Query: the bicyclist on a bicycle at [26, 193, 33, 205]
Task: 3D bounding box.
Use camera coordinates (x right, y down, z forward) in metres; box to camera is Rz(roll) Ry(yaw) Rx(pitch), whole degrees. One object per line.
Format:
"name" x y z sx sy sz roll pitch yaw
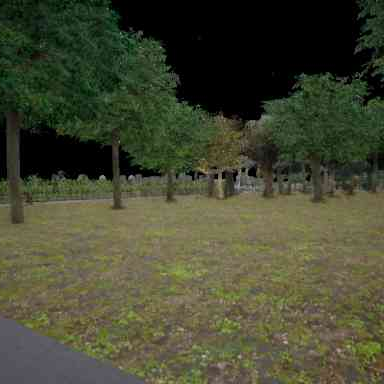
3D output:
"bicyclist on a bicycle" -22.119 0.944 45.157 1.656 1.620 0.582 0 1 36
